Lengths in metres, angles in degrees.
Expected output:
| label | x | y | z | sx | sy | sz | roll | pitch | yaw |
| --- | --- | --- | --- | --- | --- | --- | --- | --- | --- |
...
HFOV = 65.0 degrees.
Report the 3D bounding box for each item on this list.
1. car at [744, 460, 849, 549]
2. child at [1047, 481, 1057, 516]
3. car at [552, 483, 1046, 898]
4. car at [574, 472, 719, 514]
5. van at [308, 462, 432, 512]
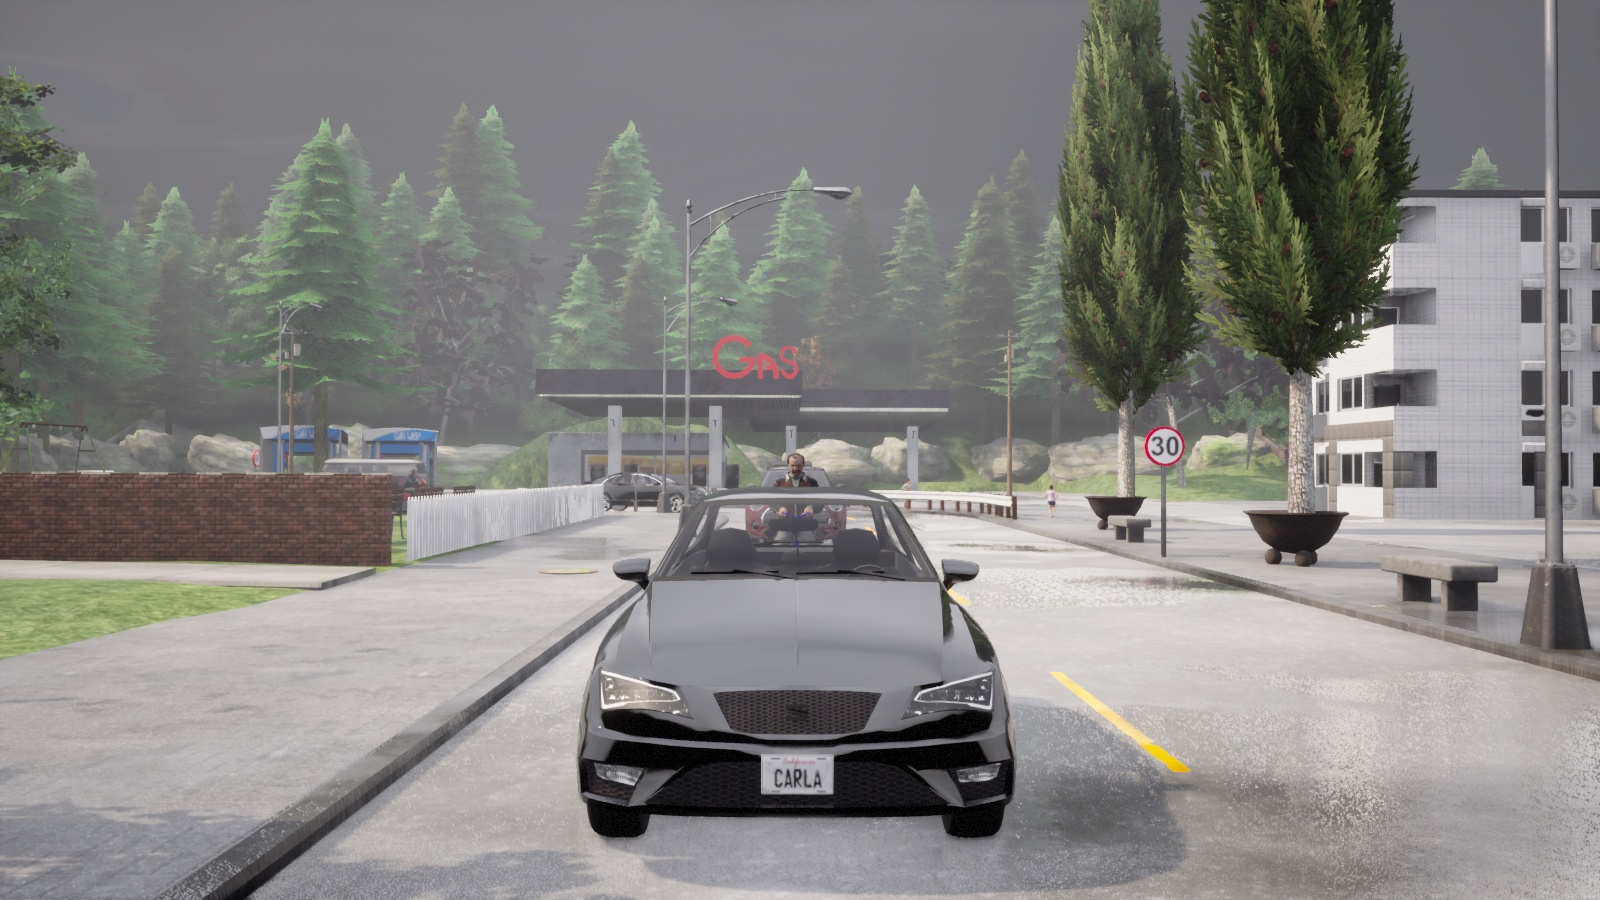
| label | x | y | z | sx | sy | sz | roll | pitch | yaw |
| --- | --- | --- | --- | --- | --- | --- | --- | --- | --- |
| car | -0.075 | 1.131 | 27.318 | 2.097 | 1.767 | 4.553 | 0 | -1 | 0 |
| child | 8.020 | 1.541 | 39.950 | 0.255 | 1.110 | 0.394 | 0 | -1 | 2 |
| car | -0.018 | 0.941 | 6.728 | 1.816 | 1.474 | 4.193 | 0 | -1 | 0 |
| car | -5.662 | 1.575 | 46.605 | 4.902 | 1.511 | 2.128 | 0 | -1 | 14 |
| van | -17.512 | 1.496 | 51.272 | 4.442 | 1.987 | 1.775 | 0 | -1 | 0 |
